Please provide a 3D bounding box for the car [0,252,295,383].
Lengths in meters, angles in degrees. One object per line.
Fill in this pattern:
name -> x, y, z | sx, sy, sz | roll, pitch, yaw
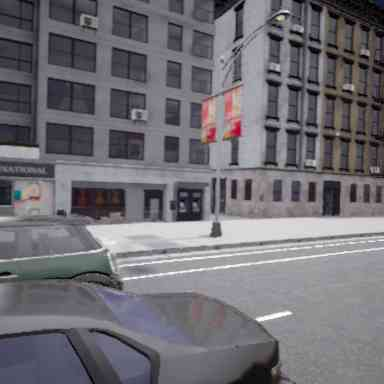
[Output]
car -> -1.771, 1.455, 2.238 | 5.357, 1.411, 2.033 | 0, 1, -29

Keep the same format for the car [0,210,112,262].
car -> -3.426, 1.169, 5.026 | 4.553, 1.767, 2.097 | 0, 1, -29
